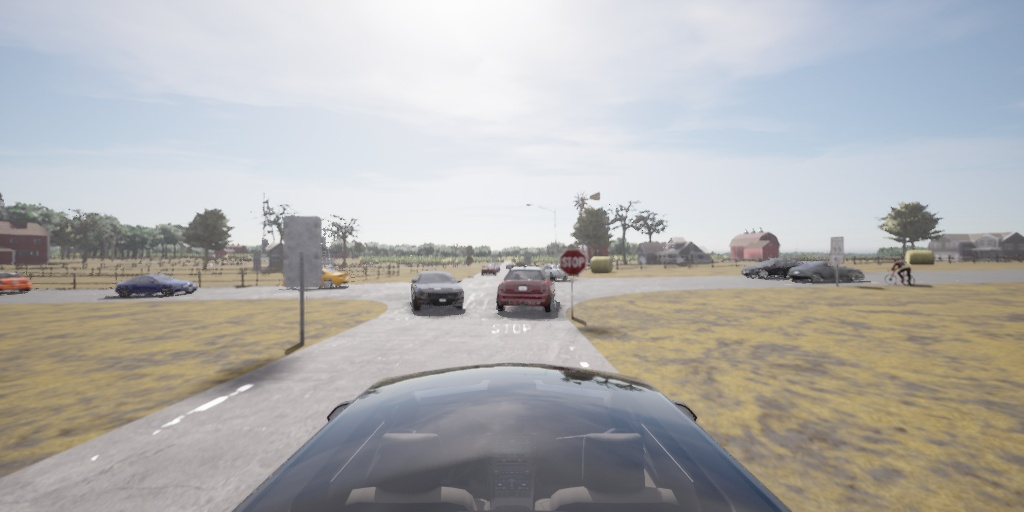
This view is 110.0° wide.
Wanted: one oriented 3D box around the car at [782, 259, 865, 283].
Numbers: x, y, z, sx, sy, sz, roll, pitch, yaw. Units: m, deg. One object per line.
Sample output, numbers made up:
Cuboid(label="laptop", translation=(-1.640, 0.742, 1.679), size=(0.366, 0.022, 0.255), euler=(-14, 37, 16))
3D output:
Cuboid(label="car", translation=(21.852, 1.081, 25.025), size=(4.181, 1.385, 1.994), euler=(-1, 0, 0))

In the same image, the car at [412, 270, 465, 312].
Cuboid(label="car", translation=(-3.284, 1.383, 15.510), size=(1.882, 1.535, 5.008), euler=(1, -1, -18))

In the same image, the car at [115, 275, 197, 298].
Cuboid(label="car", translation=(-24.669, 2.039, 24.900), size=(4.674, 1.442, 1.812), euler=(-1, 0, 0))

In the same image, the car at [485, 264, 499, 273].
Cuboid(label="car", translation=(-3.142, 1.965, 56.754), size=(1.994, 1.385, 4.181), euler=(0, -1, -1))

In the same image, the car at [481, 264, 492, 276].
Cuboid(label="car", translation=(-3.059, 1.887, 47.569), size=(1.895, 1.301, 4.718), euler=(0, -1, -1))

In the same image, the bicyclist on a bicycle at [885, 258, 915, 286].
Cuboid(label="bicyclist on a bicycle", translation=(22.828, 0.965, 21.132), size=(0.582, 1.620, 1.656), euler=(-1, -1, 0))

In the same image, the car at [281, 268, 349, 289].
Cuboid(label="car", translation=(-15.689, 1.777, 28.625), size=(5.008, 1.535, 1.882), euler=(-1, 0, 0))

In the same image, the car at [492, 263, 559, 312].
Cuboid(label="car", translation=(0.760, 1.254, 15.386), size=(2.097, 1.767, 4.553), euler=(0, -1, 10))

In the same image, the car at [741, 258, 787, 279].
Cuboid(label="car", translation=(21.119, 0.978, 28.719), size=(5.008, 1.535, 1.882), euler=(-2, 0, 0))

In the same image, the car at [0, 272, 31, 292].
Cuboid(label="car", translation=(-41.641, 2.090, 28.552), size=(4.553, 1.767, 2.097), euler=(0, 0, 0))

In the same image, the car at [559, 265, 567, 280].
Cuboid(label="car", translation=(3.163, 1.519, 32.659), size=(1.812, 1.442, 4.674), euler=(-4, -1, -44))
